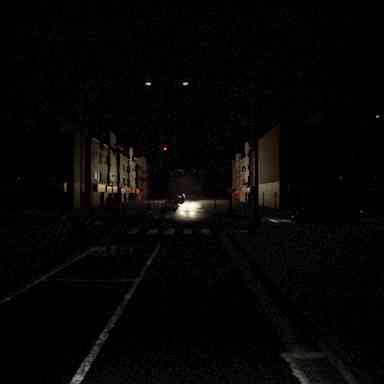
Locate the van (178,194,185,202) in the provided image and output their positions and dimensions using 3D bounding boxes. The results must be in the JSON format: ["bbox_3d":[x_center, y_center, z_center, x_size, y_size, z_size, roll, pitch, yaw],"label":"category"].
[{"bbox_3d":[-2.638,1.527,83.436,1.690,1.788,3.998,0,0,0],"label":"van"}]

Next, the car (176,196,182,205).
[{"bbox_3d":[-2.635,1.602,44.197,1.887,1.381,4.507,0,0,0],"label":"car"}]

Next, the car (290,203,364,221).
[{"bbox_3d":[10.644,1.556,26.409,5.357,1.411,2.033,0,0,0],"label":"car"}]

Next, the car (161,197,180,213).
[{"bbox_3d":[-2.635,1.570,38.423,1.752,1.417,4.829,0,0,0],"label":"car"}]

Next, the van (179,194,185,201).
[{"bbox_3d":[-2.638,1.549,89.042,1.690,1.788,3.998,0,0,0],"label":"van"}]

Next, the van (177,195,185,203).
[{"bbox_3d":[-2.637,1.506,77.831,1.690,1.788,3.998,0,0,0],"label":"van"}]

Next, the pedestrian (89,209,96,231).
[{"bbox_3d":[-5.247,1.433,17.733,0.375,1.300,0.375,0,0,0],"label":"pedestrian"}]

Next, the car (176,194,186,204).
[{"bbox_3d":[-2.637,1.546,61.014,1.967,1.590,4.097,0,0,0],"label":"car"}]

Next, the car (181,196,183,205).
[{"bbox_3d":[-2.636,1.654,49.803,1.802,1.307,4.206,0,0,0],"label":"car"}]

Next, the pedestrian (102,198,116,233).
[{"bbox_3d":[-4.298,1.156,17.132,0.375,1.860,0.375,0,0,0],"label":"pedestrian"}]
